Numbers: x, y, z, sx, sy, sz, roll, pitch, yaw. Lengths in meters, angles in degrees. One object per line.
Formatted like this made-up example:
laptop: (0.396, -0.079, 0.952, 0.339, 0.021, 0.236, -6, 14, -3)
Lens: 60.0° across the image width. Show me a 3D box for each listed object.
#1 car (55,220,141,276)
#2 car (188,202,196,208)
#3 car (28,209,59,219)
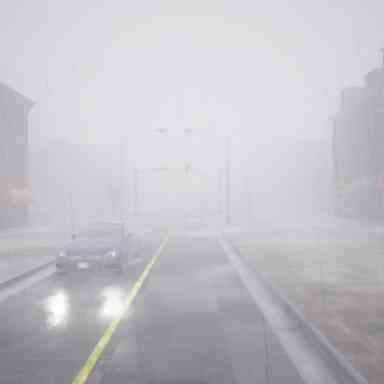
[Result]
car: (-2.853, 1.703, 11.070, 1.812, 1.442, 4.674, 0, -1, 0)
car: (-0.028, 3.249, 82.595, 1.837, 1.490, 4.892, 0, -1, 0)
car: (-20.392, 2.960, 45.281, 4.403, 1.369, 2.008, -1, 1, 0)
